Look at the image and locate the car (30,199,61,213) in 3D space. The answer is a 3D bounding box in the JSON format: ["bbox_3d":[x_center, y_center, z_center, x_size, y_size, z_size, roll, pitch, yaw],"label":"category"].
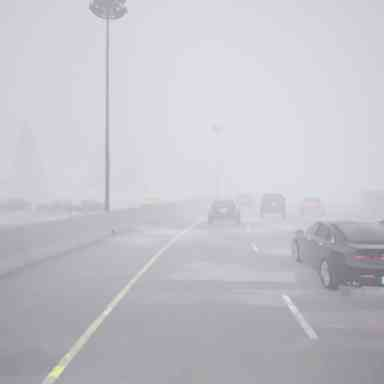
[{"bbox_3d":[-13.627,1.403,33.629,1.895,1.301,4.718,0,0,13],"label":"car"}]

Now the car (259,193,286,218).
[{"bbox_3d":[7.158,1.114,29.550,2.150,2.045,5.566,0,0,13],"label":"car"}]

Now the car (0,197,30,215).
[{"bbox_3d":[-17.553,1.275,31.844,1.882,1.535,5.008,0,0,12],"label":"car"}]

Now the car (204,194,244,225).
[{"bbox_3d":[2.374,1.256,23.375,2.097,1.767,4.553,0,0,10],"label":"car"}]

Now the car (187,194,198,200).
[{"bbox_3d":[0.722,1.184,72.603,2.033,1.411,5.357,0,0,27],"label":"car"}]

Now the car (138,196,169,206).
[{"bbox_3d":[-4.788,1.283,39.920,1.882,1.535,5.008,0,0,16],"label":"car"}]

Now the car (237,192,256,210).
[{"bbox_3d":[6.569,1.065,40.734,2.150,2.045,5.566,0,1,17],"label":"car"}]

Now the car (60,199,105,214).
[{"bbox_3d":[-10.327,1.420,32.380,1.895,1.301,4.718,0,0,13],"label":"car"}]

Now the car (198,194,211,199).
[{"bbox_3d":[3.784,1.206,70.909,2.033,1.411,5.357,0,0,27],"label":"car"}]

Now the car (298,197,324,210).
[{"bbox_3d":[11.455,1.247,32.222,2.097,1.767,4.553,0,0,14],"label":"car"}]

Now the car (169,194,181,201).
[{"bbox_3d":[-3.928,1.184,71.224,1.812,1.442,4.674,0,0,25],"label":"car"}]

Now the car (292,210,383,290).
[{"bbox_3d":[4.062,1.478,8.958,1.837,1.490,4.892,0,0,4],"label":"car"}]
